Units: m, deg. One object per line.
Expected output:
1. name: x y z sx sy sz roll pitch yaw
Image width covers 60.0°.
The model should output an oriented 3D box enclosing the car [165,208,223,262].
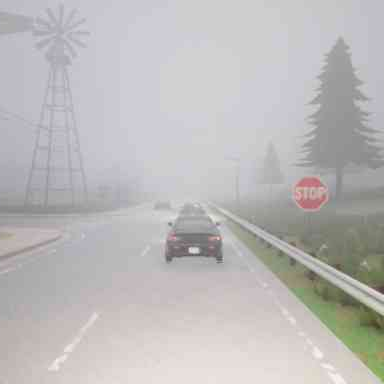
1. car: 0.065 1.524 11.938 1.812 1.442 4.674 0 0 0

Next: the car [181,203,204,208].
1. car: 0.046 1.560 27.286 1.994 1.385 4.181 0 0 0

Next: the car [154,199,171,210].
1. car: -3.648 1.594 41.895 1.895 1.301 4.718 0 0 0
